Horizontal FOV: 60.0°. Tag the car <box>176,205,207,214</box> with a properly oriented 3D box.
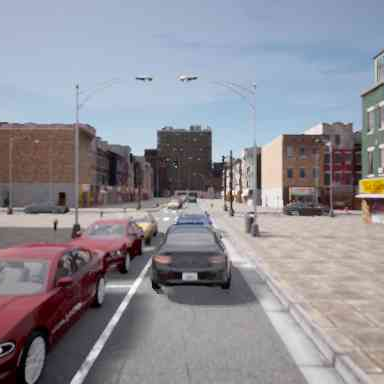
[{"bbox_3d":[0.110,1.681,19.417,1.895,1.301,4.718,0,0,0],"label":"car"}]

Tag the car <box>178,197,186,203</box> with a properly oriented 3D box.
[{"bbox_3d":[-2.579,2.031,86.351,1.887,1.381,4.507,0,0,0],"label":"car"}]

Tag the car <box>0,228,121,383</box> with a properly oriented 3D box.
[{"bbox_3d":[-2.630,1.564,5.298,1.887,1.381,4.507,0,0,0],"label":"car"}]

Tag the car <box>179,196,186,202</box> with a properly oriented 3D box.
[{"bbox_3d":[-2.575,1.963,91.796,1.967,1.590,4.097,0,0,0],"label":"car"}]

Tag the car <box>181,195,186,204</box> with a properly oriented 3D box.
[{"bbox_3d":[-2.599,1.581,53.688,2.192,1.841,5.009,0,0,0],"label":"car"}]

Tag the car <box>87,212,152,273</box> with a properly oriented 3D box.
[{"bbox_3d":[-2.627,1.587,10.793,1.887,1.381,4.507,0,0,0],"label":"car"}]

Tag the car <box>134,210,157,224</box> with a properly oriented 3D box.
[{"bbox_3d":[-2.623,1.591,16.117,1.752,1.417,4.829,0,0,0],"label":"car"}]

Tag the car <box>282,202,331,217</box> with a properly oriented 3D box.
[{"bbox_3d":[11.636,1.787,33.640,4.892,1.490,1.837,1,-1,1],"label":"car"}]

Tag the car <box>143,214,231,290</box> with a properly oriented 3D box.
[{"bbox_3d":[-0.018,1.561,9.062,1.812,1.442,4.674,0,0,1],"label":"car"}]

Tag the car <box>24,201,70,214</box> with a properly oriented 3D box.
[{"bbox_3d":[-14.515,1.610,33.385,4.181,1.385,1.994,0,-1,0],"label":"car"}]

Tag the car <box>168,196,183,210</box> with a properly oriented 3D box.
[{"bbox_3d":[-2.603,1.758,48.074,1.752,1.417,4.829,0,0,0],"label":"car"}]

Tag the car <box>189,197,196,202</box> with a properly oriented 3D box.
[{"bbox_3d":[0.059,2.099,88.953,1.895,1.301,4.718,0,0,0],"label":"car"}]

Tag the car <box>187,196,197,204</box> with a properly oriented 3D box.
[{"bbox_3d":[0.052,1.788,78.773,2.097,1.767,4.553,0,0,0],"label":"car"}]

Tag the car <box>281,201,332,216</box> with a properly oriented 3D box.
[{"bbox_3d":[12.475,1.800,36.454,5.008,1.535,1.882,1,-1,0],"label":"car"}]
